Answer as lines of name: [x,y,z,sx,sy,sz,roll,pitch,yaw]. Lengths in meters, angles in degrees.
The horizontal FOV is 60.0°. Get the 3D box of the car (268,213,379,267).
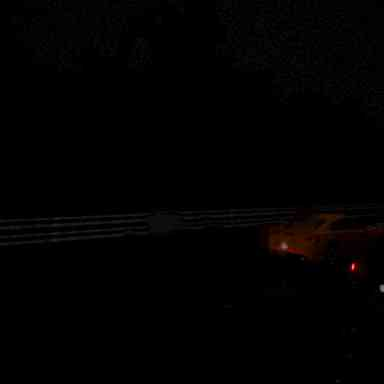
car: [4.797,1.473,11.464,5.008,1.535,1.882,0,1,-35]

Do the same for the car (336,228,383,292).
car: [5.607,1.602,7.752,4.718,1.301,1.895,0,0,-36]
